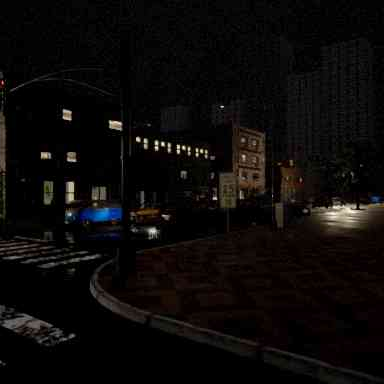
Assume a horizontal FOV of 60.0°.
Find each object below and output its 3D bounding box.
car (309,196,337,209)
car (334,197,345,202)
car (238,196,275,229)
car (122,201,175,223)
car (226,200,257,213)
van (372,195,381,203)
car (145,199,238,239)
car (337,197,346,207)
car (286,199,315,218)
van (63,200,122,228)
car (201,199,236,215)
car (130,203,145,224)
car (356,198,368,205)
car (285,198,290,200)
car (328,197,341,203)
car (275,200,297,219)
[{"bbox_3d":[19.522,1.537,49.550,2.097,1.767,4.553,0,0,35],"label":"car"},{"bbox_3d":[38.031,1.936,85.715,1.887,1.381,4.507,-1,-1,35],"label":"car"},{"bbox_3d":[3.370,1.368,22.269,2.192,1.841,5.009,-1,-1,35],"label":"car"},{"bbox_3d":[-3.470,1.531,27.109,1.967,1.590,4.097,-1,-1,35],"label":"car"},{"bbox_3d":[6.107,1.701,40.632,2.008,1.369,4.403,-1,-1,35],"label":"car"},{"bbox_3d":[44.871,1.694,80.877,1.690,1.788,3.998,-1,-1,35],"label":"van"},{"bbox_3d":[0.177,1.350,17.761,2.192,1.841,5.009,-1,-1,35],"label":"car"},{"bbox_3d":[25.392,1.829,57.840,1.895,1.301,4.718,0,0,36],"label":"car"},{"bbox_3d":[9.756,1.657,31.284,1.947,1.339,4.313,-1,-1,35],"label":"car"},{"bbox_3d":[-6.663,1.414,22.601,1.690,1.788,3.998,-1,0,35],"label":"van"},{"bbox_3d":[2.915,1.570,36.126,1.967,1.590,4.097,-1,-1,35],"label":"car"},{"bbox_3d":[-2.019,1.553,24.672,1.882,1.535,5.008,0,-1,35],"label":"car"},{"bbox_3d":[32.103,1.801,62.841,2.008,1.369,4.403,-1,-1,35],"label":"car"},{"bbox_3d":[15.586,1.742,54.018,1.752,1.417,4.829,-1,-1,35],"label":"car"},{"bbox_3d":[34.839,1.915,81.207,2.008,1.369,4.403,-1,-1,35],"label":"car"},{"bbox_3d":[6.564,1.616,26.776,1.887,1.381,4.507,-1,-1,35],"label":"car"}]
